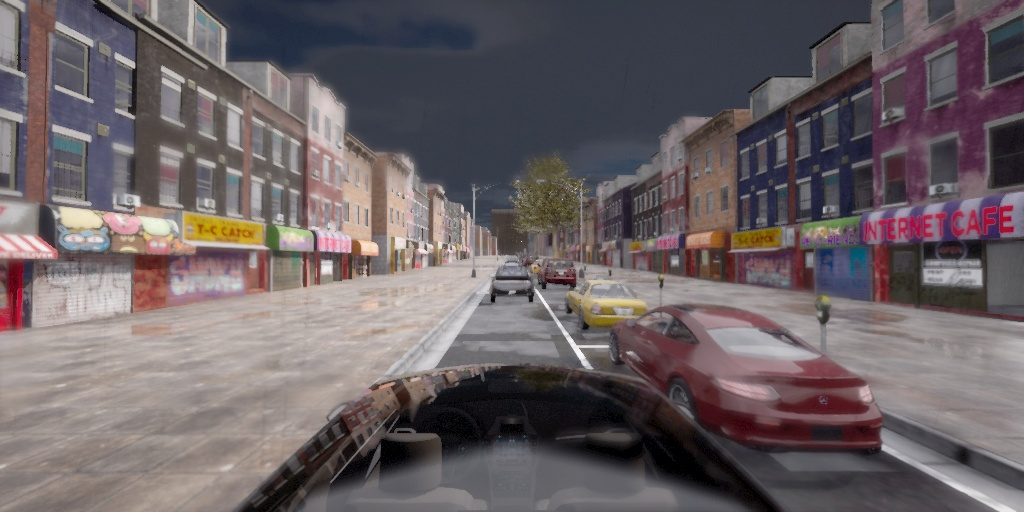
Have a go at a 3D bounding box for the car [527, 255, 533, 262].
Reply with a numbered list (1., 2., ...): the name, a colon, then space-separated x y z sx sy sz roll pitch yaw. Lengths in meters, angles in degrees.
1. car: 2.750 1.017 34.601 1.801 1.575 5.366 0 1 0

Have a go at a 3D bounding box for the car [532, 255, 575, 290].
1. car: 2.639 0.999 21.766 2.192 1.841 5.009 0 0 0

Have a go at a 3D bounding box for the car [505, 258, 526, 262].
1. car: 0.000 1.129 31.499 1.812 1.442 4.674 0 1 0

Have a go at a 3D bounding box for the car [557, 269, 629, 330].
1. car: 2.639 1.265 10.813 1.751 1.417 4.829 0 0 0

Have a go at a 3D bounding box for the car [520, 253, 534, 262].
1. car: 2.640 0.687 49.563 2.192 1.841 5.009 0 0 0

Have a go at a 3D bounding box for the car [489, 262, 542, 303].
1. car: 0.000 1.212 16.499 2.128 1.511 4.902 0 0 0

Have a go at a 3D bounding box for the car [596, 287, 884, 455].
1. car: 2.639 1.331 5.081 1.802 1.307 4.207 0 0 0
